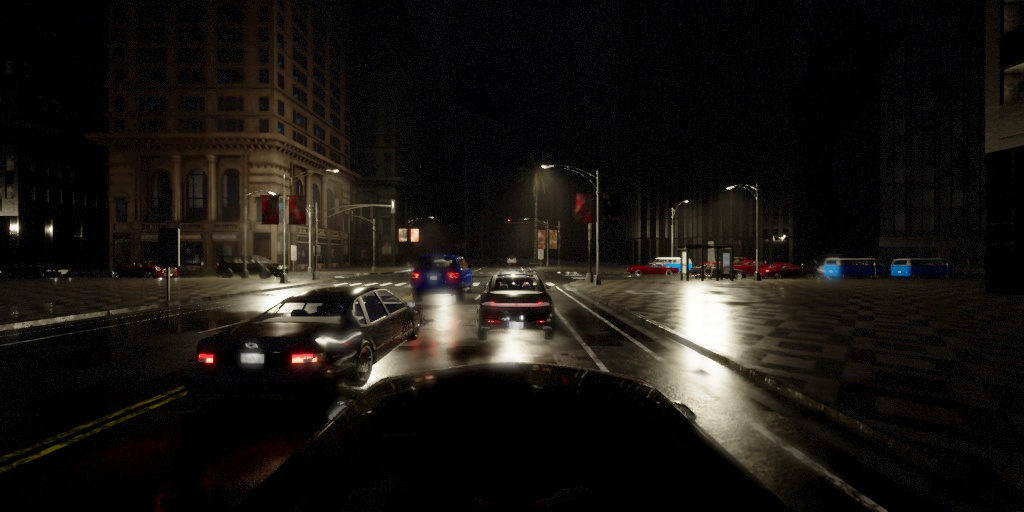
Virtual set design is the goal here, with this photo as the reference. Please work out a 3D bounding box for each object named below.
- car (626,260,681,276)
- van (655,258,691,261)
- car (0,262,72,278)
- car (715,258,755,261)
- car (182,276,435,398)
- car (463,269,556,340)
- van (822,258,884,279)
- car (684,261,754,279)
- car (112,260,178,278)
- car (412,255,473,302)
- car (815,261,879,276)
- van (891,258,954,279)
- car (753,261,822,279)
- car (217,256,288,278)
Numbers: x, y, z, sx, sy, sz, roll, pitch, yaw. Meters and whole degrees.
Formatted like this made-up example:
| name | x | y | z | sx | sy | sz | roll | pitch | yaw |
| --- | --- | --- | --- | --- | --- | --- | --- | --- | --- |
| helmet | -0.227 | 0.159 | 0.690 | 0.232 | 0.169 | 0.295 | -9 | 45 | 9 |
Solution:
| name | x | y | z | sx | sy | sz | roll | pitch | yaw |
| --- | --- | --- | --- | --- | --- | --- | --- | --- | --- |
| car | 13.875 | 1.335 | 35.667 | 4.718 | 1.301 | 1.895 | 0 | 0 | 2 |
| van | 17.045 | 1.065 | 38.334 | 3.998 | 1.789 | 1.690 | 0 | 0 | 0 |
| car | -43.163 | 1.289 | 32.581 | 4.902 | 1.511 | 2.128 | 0 | 0 | 0 |
| car | 23.317 | 1.205 | 35.674 | 5.008 | 1.535 | 1.882 | 0 | 0 | 0 |
| car | -3.150 | 1.297 | 6.879 | 2.033 | 1.411 | 5.357 | 0 | 0 | 0 |
| car | 0.087 | 1.240 | 9.949 | 2.128 | 1.511 | 4.902 | 0 | 0 | 0 |
| van | 28.410 | 1.082 | 29.819 | 3.998 | 1.789 | 1.690 | 0 | 0 | 0 |
| car | 17.054 | 1.299 | 29.809 | 4.403 | 1.370 | 2.007 | 0 | 0 | 0 |
| car | -33.180 | 1.137 | 32.533 | 4.553 | 1.767 | 2.097 | 0 | 0 | 0 |
| car | -3.160 | 0.972 | 17.120 | 2.150 | 2.045 | 5.566 | 0 | 0 | 0 |
| car | 33.260 | 1.248 | 35.678 | 4.674 | 1.442 | 1.812 | 0 | 0 | 1 |
| van | 34.087 | 1.080 | 29.825 | 3.998 | 1.789 | 1.690 | 0 | 0 | 0 |
| car | 22.732 | 1.326 | 29.814 | 4.207 | 1.307 | 1.802 | 0 | 0 | 0 |
| car | -23.461 | 0.996 | 32.485 | 5.566 | 2.045 | 2.150 | 0 | 0 | 0 |
